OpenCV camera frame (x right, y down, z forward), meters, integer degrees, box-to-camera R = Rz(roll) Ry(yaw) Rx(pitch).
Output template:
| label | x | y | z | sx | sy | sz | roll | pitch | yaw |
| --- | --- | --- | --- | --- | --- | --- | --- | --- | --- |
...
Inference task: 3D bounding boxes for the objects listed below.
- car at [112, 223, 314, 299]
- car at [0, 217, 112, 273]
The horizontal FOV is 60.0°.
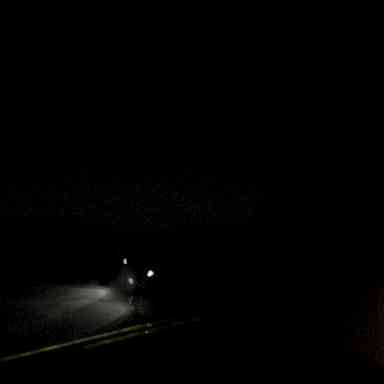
| label | x | y | z | sx | sy | sz | roll | pitch | yaw |
| --- | --- | --- | --- | --- | --- | --- | --- | --- | --- |
| car | 0.948 | 1.549 | 8.603 | 5.357 | 1.411 | 2.033 | 0 | 0 | -32 |
| car | -4.479 | 1.470 | 9.209 | 4.902 | 1.511 | 2.128 | 0 | 0 | -33 |
